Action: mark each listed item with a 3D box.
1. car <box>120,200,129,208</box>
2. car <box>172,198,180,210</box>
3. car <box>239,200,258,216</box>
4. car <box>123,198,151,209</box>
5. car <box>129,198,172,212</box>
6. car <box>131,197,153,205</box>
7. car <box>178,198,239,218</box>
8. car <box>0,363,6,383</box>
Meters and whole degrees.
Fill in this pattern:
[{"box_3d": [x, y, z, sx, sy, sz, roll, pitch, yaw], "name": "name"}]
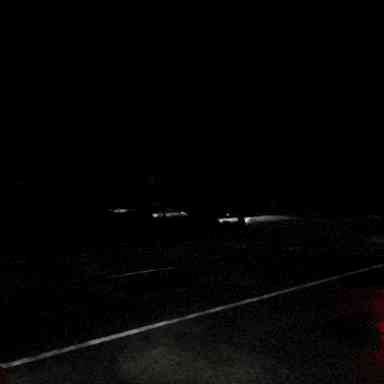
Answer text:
[{"box_3d": [-11.306, 1.206, 45.867, 2.150, 2.045, 5.566, 0, 0, -38], "name": "car"}, {"box_3d": [-1.706, 1.472, 39.483, 2.128, 1.511, 4.902, 0, 0, -39], "name": "car"}, {"box_3d": [4.181, 1.485, 32.142, 1.837, 1.490, 4.892, 0, 0, -39], "name": "car"}, {"box_3d": [-7.880, 1.582, 47.187, 1.895, 1.301, 4.718, 0, 0, -39], "name": "car"}, {"box_3d": [-4.771, 1.462, 37.708, 1.882, 1.535, 5.008, 0, 0, -39], "name": "car"}, {"box_3d": [-9.159, 1.576, 60.288, 1.895, 1.301, 4.718, 0, 0, -39], "name": "car"}, {"box_3d": [1.363, 1.531, 30.061, 2.033, 1.411, 5.357, 0, 0, -39], "name": "car"}, {"box_3d": [-3.521, 1.477, 1.235, 5.008, 1.535, 1.882, 0, 0, -36], "name": "car"}]
